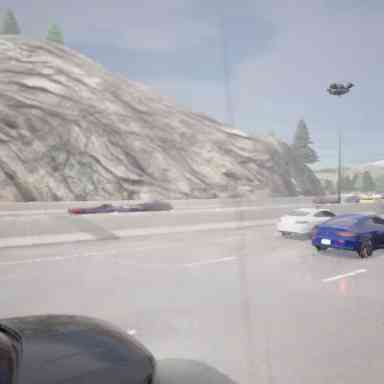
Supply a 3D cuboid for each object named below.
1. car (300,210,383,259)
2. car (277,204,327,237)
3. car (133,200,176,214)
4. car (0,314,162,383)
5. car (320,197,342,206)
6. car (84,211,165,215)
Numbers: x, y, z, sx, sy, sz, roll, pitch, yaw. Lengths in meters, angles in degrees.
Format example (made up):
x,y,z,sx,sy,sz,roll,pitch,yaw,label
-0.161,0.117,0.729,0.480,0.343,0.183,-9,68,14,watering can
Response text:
x,y,z,sx,sy,sz,roll,pitch,yaw,label
6.419,1.526,12.665,4.674,1.442,1.812,0,0,-36,car
6.280,1.526,16.909,4.674,1.442,1.812,0,0,-37,car
-4.011,1.564,35.714,4.181,1.385,1.994,0,0,-37,car
-2.476,1.504,1.980,4.892,1.490,1.837,0,0,-36,car
23.351,1.565,55.853,1.994,1.385,4.181,0,0,43,car
-4.410,1.601,22.367,4.718,1.301,1.895,0,0,-36,car
